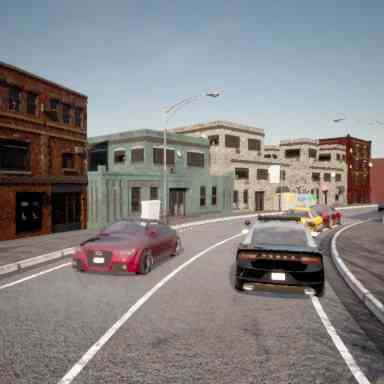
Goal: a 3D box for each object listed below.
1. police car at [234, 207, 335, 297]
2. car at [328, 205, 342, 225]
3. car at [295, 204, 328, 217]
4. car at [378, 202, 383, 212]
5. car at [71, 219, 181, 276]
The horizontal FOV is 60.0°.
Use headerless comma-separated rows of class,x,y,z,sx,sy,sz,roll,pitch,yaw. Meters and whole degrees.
police car,2.323,1.428,8.912,1.930,1.638,5.238,0,0,15
car,8.689,1.557,22.248,1.812,1.442,4.674,1,0,36
car,5.796,1.471,17.656,1.801,1.575,5.366,1,0,28
car,24.047,1.683,40.147,4.181,1.385,1.994,0,1,-44
car,-1.814,1.545,10.370,1.994,1.385,4.181,0,0,16
